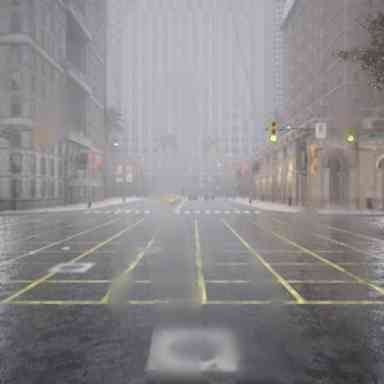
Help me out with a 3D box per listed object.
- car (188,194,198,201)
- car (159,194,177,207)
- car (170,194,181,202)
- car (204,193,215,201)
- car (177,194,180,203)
[{"bbox_3d":[0.208,1.060,69.996,2.128,1.511,4.902,0,0,1],"label":"car"},{"bbox_3d":[-3.568,1.216,46.949,1.882,1.535,5.008,0,0,0],"label":"car"},{"bbox_3d":[-3.331,1.108,66.483,1.882,1.535,5.008,0,0,1],"label":"car"},{"bbox_3d":[3.707,0.891,69.929,2.097,1.767,4.553,0,0,1],"label":"car"},{"bbox_3d":[-3.488,1.165,56.259,1.882,1.535,5.008,0,0,1],"label":"car"}]
